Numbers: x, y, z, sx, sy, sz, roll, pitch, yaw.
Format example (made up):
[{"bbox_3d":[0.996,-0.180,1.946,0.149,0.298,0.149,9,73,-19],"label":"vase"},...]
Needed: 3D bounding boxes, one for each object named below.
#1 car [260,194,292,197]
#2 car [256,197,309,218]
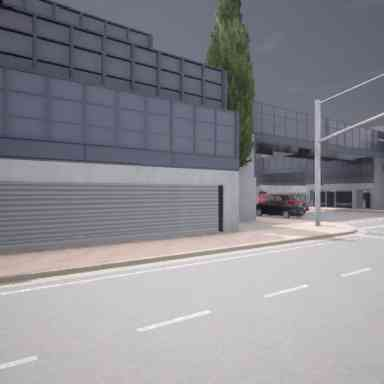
[{"bbox_3d":[9.167,1.221,34.007,2.150,2.045,5.566,0,0,-35],"label":"car"},{"bbox_3d":[7.729,1.478,30.046,1.882,1.535,5.008,0,0,-37],"label":"car"}]
